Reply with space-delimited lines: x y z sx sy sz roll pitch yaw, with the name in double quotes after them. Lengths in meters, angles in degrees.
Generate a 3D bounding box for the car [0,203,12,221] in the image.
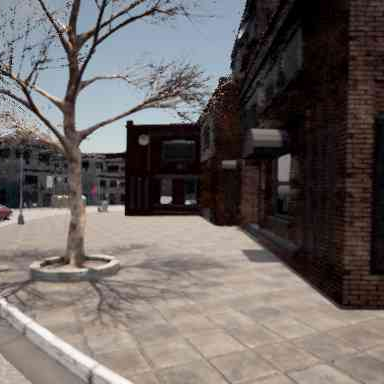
-15.986 1.484 26.273 2.097 1.767 4.553 1 -1 -10 "car"
